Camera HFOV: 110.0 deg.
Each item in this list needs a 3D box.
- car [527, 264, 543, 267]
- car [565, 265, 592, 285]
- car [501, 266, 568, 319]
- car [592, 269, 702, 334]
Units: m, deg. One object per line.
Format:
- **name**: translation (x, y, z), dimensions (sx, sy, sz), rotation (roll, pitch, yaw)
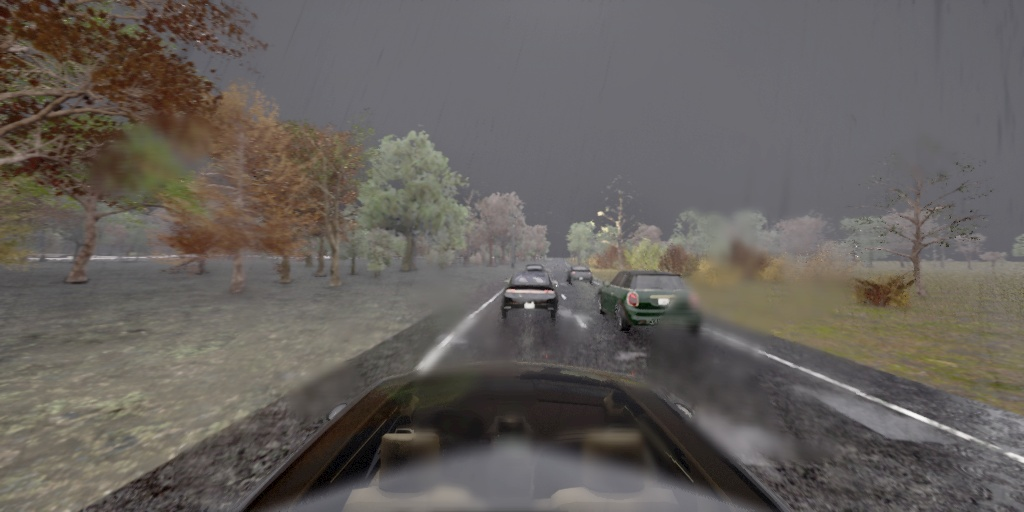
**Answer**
- **car**: translation (1.847, 1.426, 29.244), dimensions (1.837, 1.490, 4.892), rotation (1, 0, 5)
- **car**: translation (5.335, 1.472, 28.953), dimensions (2.128, 1.511, 4.902), rotation (1, 0, 5)
- **car**: translation (0.688, 1.312, 13.256), dimensions (2.128, 1.511, 4.902), rotation (1, 0, 4)
- **car**: translation (4.081, 1.222, 11.410), dimensions (2.097, 1.767, 4.553), rotation (1, 0, 4)
